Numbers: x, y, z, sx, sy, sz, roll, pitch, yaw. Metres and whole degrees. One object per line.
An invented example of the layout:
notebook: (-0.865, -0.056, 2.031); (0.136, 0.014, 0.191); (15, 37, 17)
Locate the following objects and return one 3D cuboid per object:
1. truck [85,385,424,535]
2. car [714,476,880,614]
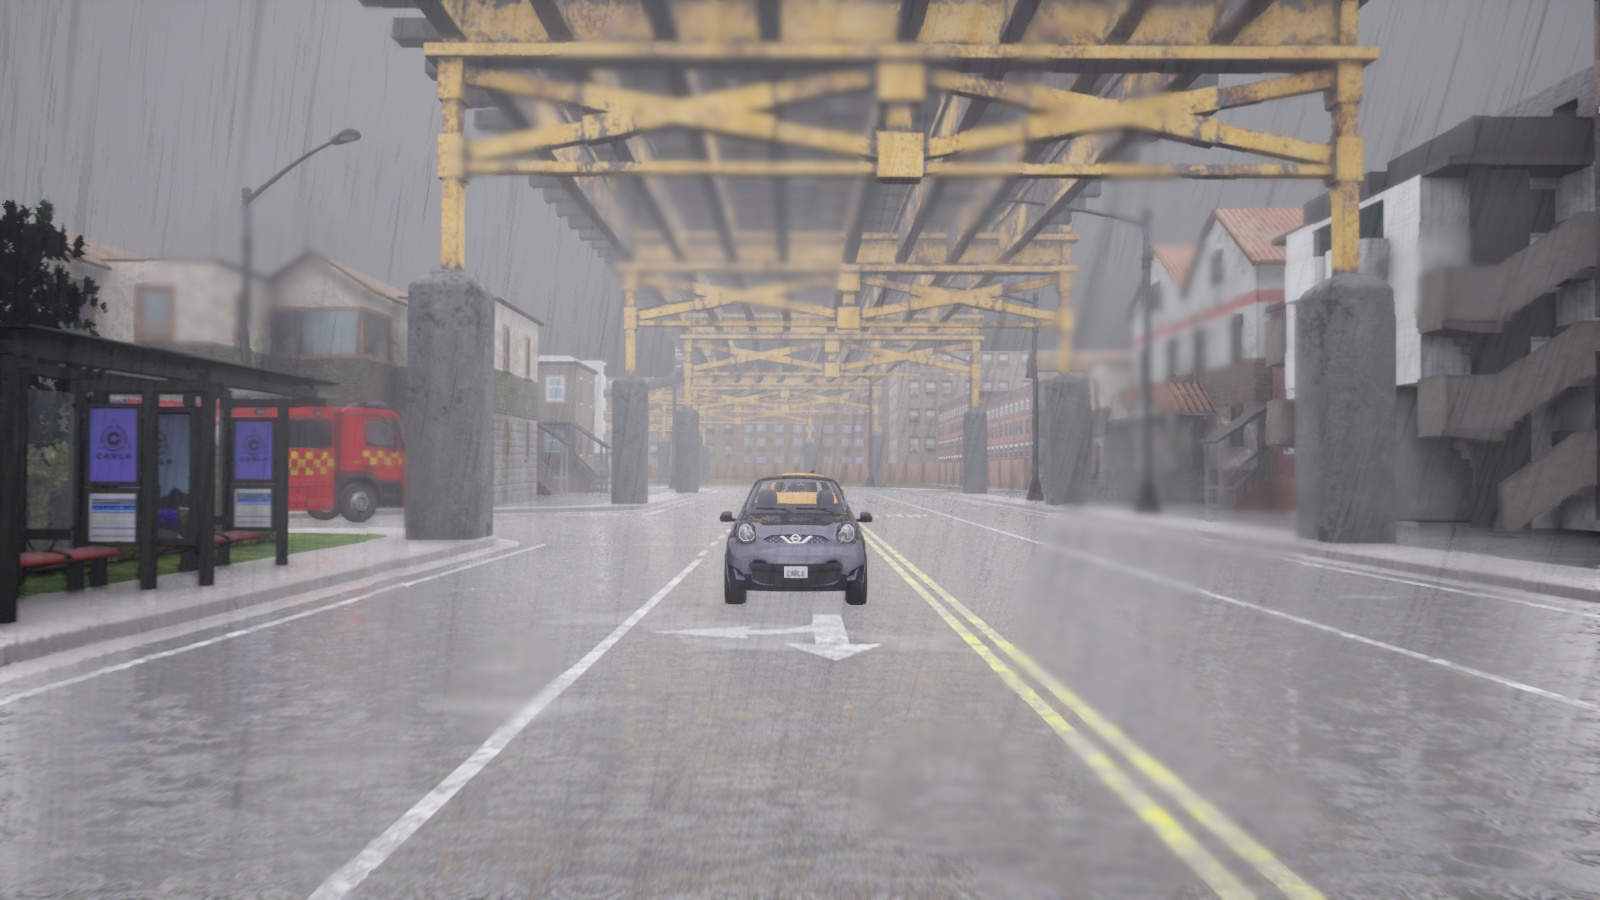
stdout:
truck: (-15.433, 0.317, 36.146); (8.468, 3.827, 2.891); (1, -1, -44)
car: (-0.040, 1.093, 15.762); (1.845, 1.501, 3.633); (0, -1, 0)
